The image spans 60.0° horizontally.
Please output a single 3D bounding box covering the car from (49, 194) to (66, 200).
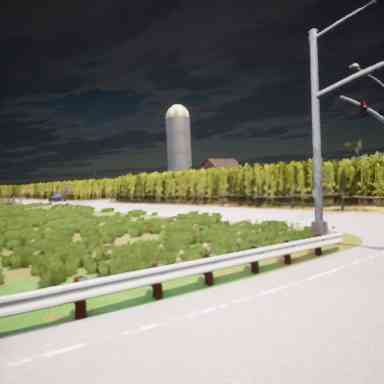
[{"bbox_3d":[-23.354,1.010,57.817,1.812,1.442,4.674,-4,2,-41],"label":"car"}]
